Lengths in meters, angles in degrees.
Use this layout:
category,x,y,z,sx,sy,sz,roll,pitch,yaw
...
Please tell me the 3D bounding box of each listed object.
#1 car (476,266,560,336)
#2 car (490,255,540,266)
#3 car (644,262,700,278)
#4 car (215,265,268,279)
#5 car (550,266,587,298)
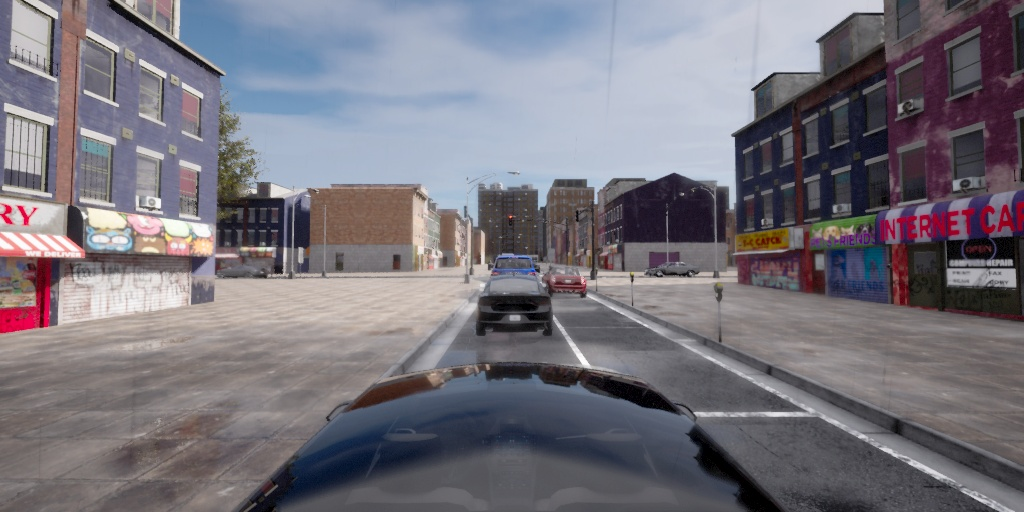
category,x,y,z,sx,sy,sz,roll,pitch,yaw
car,0.036,1.235,10.503,1.882,1.535,5.008,0,0,-1
car,0.069,0.991,18.068,2.150,2.045,5.566,0,0,0
car,14.951,1.314,33.599,4.902,1.511,2.128,0,-2,0
car,-25.565,1.541,33.809,4.181,1.385,1.994,-1,-2,0
car,2.616,1.210,18.755,1.967,1.591,4.097,0,0,0
